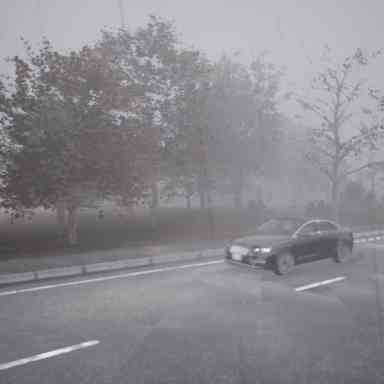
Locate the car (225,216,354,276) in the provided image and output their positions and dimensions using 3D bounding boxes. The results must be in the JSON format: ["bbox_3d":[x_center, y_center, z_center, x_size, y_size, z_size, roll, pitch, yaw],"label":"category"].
[{"bbox_3d":[3.232,1.552,10.613,4.902,1.511,2.128,1,0,-36],"label":"car"}]
